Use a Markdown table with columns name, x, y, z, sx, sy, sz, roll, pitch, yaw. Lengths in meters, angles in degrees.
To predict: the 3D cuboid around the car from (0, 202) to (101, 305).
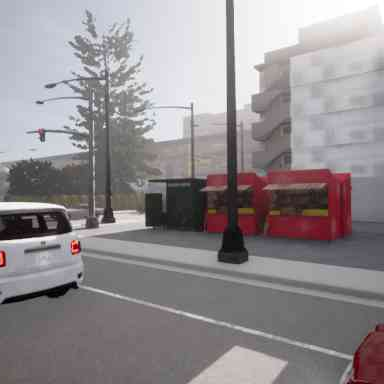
| name | x | y | z | sx | sy | sz | roll | pitch | yaw |
| --- | --- | --- | --- | --- | --- | --- | --- | --- | --- |
| car | -4.748 | 1.234 | 7.336 | 5.566 | 2.045 | 2.150 | 0 | 0 | 36 |

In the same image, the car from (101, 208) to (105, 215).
| name | x | y | z | sx | sy | sz | roll | pitch | yaw |
| --- | --- | --- | --- | --- | --- | --- | --- | --- | --- |
| car | -10.087 | 1.731 | 29.381 | 1.895 | 1.301 | 4.718 | -1 | -1 | 36 |

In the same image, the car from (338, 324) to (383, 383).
| name | x | y | z | sx | sy | sz | roll | pitch | yaw |
| --- | --- | --- | --- | --- | --- | --- | --- | --- | --- |
| car | 3.267 | 1.601 | 1.653 | 4.718 | 1.301 | 1.895 | 0 | 0 | 35 |

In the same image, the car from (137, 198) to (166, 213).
| name | x | y | z | sx | sy | sz | roll | pitch | yaw |
| --- | --- | --- | --- | --- | --- | --- | --- | --- | --- |
| car | -4.126 | 1.481 | 37.595 | 2.097 | 1.767 | 4.553 | -1 | -1 | 36 |
